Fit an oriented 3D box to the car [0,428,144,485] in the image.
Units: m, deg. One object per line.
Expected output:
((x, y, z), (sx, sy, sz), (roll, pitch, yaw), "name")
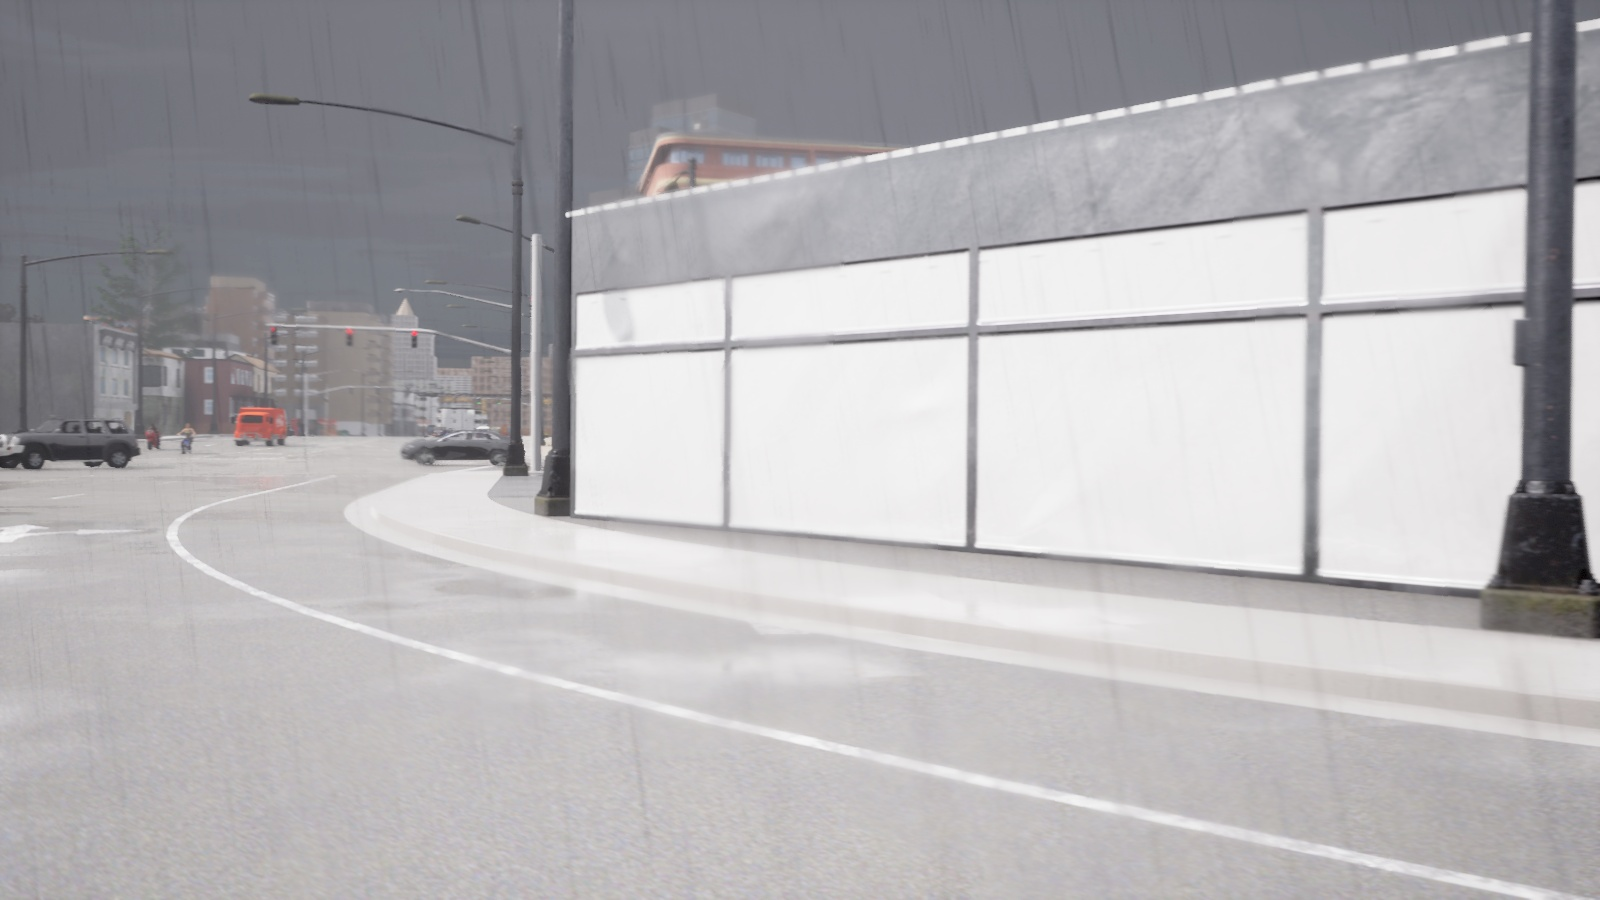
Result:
((-25.526, 0.190, 43.465), (1.932, 1.855, 4.605), (-1, 1, 32), "car")

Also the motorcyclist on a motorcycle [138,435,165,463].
((-36.433, -0.086, 70.601), (0.797, 1.523, 2.044), (-1, 2, -12), "motorcyclist on a motorcycle")

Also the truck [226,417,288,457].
((-35.078, -0.874, 81.256), (2.627, 2.467, 5.204), (-1, 2, -12), "truck")

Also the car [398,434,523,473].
((-13.964, 0.123, 51.905), (4.902, 1.511, 2.128), (0, 1, -13), "car")
